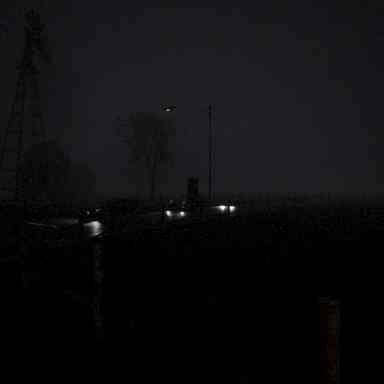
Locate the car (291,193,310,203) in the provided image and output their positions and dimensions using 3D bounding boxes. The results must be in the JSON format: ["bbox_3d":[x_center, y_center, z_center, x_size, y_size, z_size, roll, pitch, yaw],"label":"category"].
[{"bbox_3d":[16.781,0.848,51.392,1.812,1.442,4.674,1,1,35],"label":"car"}]

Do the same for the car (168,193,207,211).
[{"bbox_3d":[-0.350,0.924,33.614,2.097,1.767,4.553,1,2,35],"label":"car"}]

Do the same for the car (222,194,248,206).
[{"bbox_3d":[5.424,1.005,41.760,1.994,1.385,4.181,1,2,35],"label":"car"}]

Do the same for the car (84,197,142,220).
[{"bbox_3d":[-5.992,1.206,25.663,1.837,1.490,4.892,1,2,35],"label":"car"}]

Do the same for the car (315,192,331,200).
[{"bbox_3d":[24.707,0.710,62.577,1.994,1.385,4.181,1,1,36],"label":"car"}]
